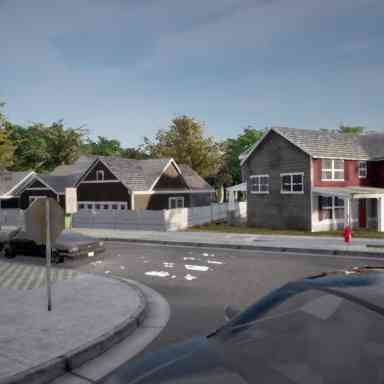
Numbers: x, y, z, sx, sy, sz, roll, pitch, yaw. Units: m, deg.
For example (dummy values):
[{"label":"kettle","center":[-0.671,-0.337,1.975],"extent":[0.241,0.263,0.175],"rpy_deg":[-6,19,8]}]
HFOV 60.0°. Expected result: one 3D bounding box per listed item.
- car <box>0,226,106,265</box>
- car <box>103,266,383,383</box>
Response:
[{"label":"car","center":[-6.242,2.101,14.242],"extent":[5.357,1.411,2.033],"rpy_deg":[-2,0,30]},{"label":"car","center":[1.487,1.532,2.827],"extent":[4.892,1.490,1.837],"rpy_deg":[0,0,-26]}]
